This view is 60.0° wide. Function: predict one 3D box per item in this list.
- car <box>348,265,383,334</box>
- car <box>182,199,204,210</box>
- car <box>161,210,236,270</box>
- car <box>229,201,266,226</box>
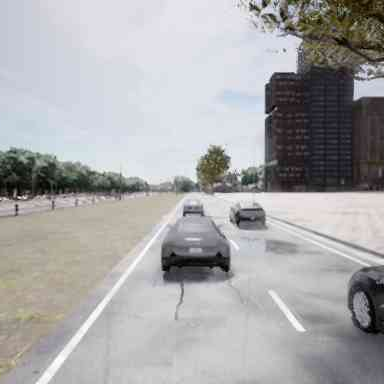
[{"bbox_3d":[3.602,1.486,3.818,1.837,1.490,4.892,0,0,0],"label":"car"},{"bbox_3d":[0.107,1.333,29.097,2.033,1.411,5.357,0,1,0],"label":"car"},{"bbox_3d":[0.102,1.502,10.789,1.994,1.385,4.181,0,0,0],"label":"car"},{"bbox_3d":[3.605,1.341,22.086,2.128,1.511,4.902,0,0,0],"label":"car"}]
